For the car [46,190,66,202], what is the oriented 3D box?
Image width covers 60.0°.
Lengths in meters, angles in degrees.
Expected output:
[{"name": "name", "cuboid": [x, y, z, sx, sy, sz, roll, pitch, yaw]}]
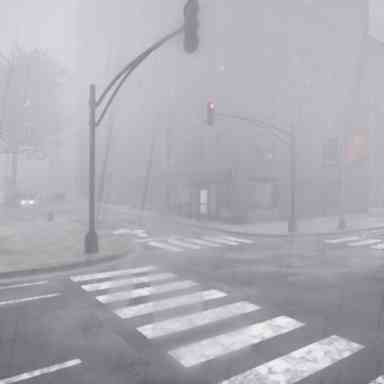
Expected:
[{"name": "car", "cuboid": [-18.817, 0.519, 45.880, 1.837, 1.490, 4.892, 1, 3, -34]}]

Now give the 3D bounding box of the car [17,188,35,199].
[{"name": "car", "cuboid": [-24.752, 0.153, 49.508, 2.128, 1.511, 4.902, 0, 3, -35]}]
